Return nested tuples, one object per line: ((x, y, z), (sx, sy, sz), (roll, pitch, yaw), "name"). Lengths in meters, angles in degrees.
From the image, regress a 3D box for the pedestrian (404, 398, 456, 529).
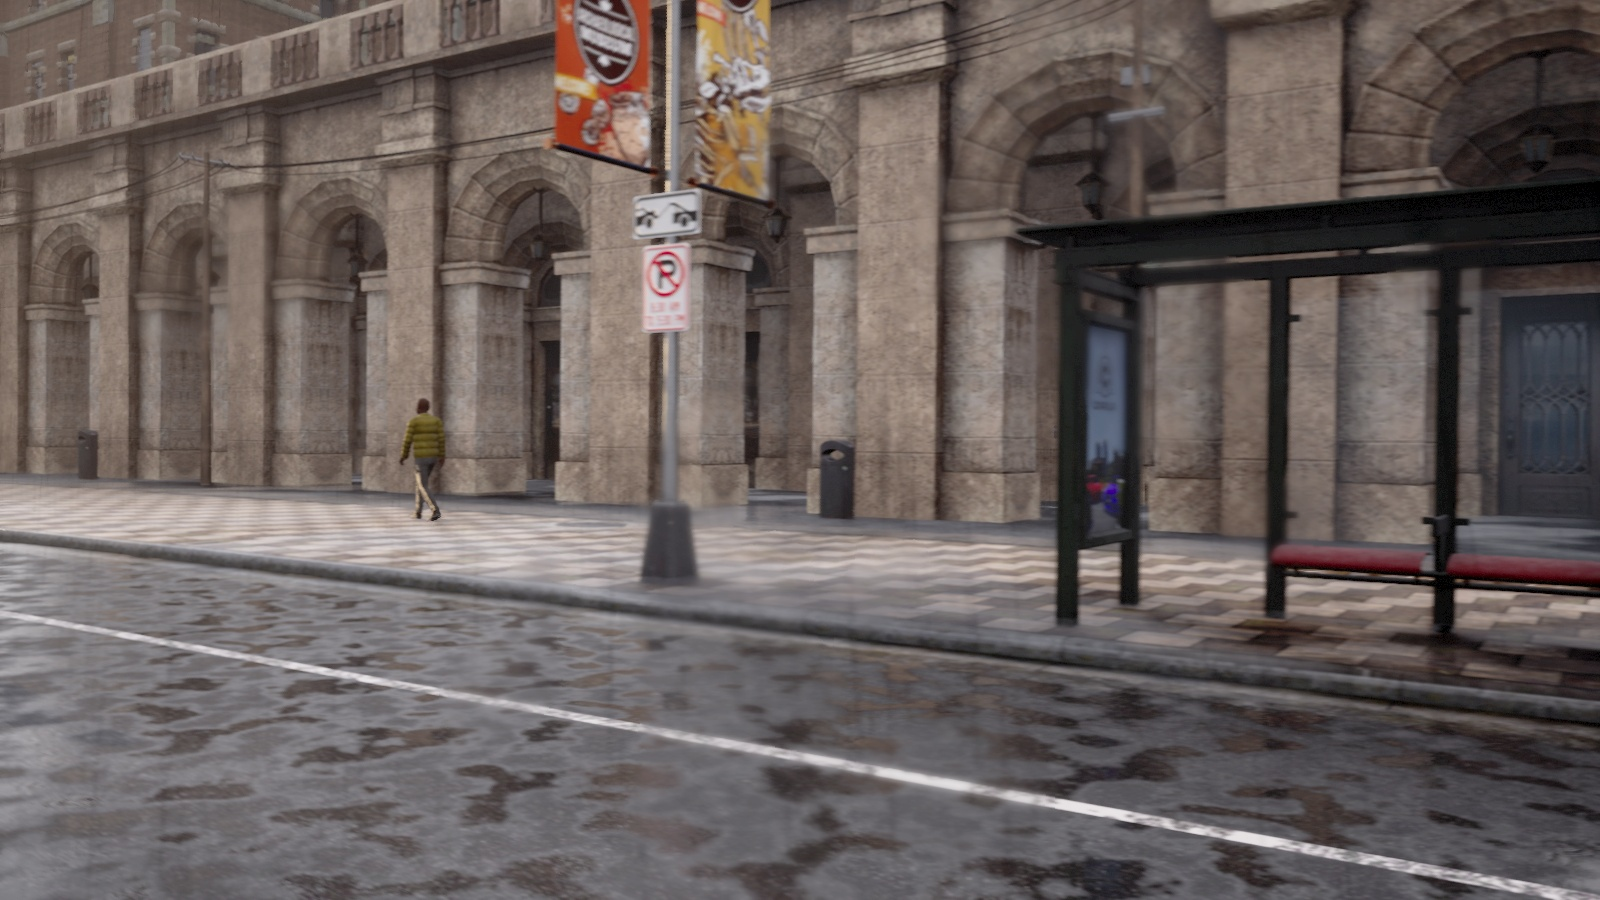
((-5.290, 0.191, 17.952), (0.726, 1.835, 0.370), (0, 1, 44), "pedestrian")
